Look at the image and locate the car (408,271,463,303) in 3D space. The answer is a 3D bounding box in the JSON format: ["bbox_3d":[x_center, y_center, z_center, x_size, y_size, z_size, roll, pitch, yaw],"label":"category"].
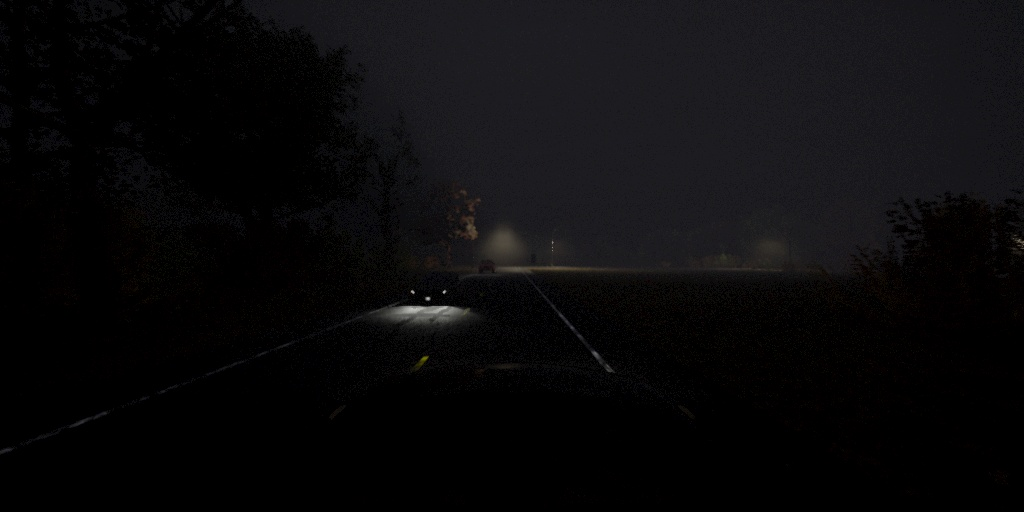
[{"bbox_3d":[-3.602,1.475,18.023,2.033,1.411,5.357,0,-1,0],"label":"car"}]

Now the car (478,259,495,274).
[{"bbox_3d":[-3.560,1.500,51.565,2.150,2.045,5.566,0,-1,1],"label":"car"}]
